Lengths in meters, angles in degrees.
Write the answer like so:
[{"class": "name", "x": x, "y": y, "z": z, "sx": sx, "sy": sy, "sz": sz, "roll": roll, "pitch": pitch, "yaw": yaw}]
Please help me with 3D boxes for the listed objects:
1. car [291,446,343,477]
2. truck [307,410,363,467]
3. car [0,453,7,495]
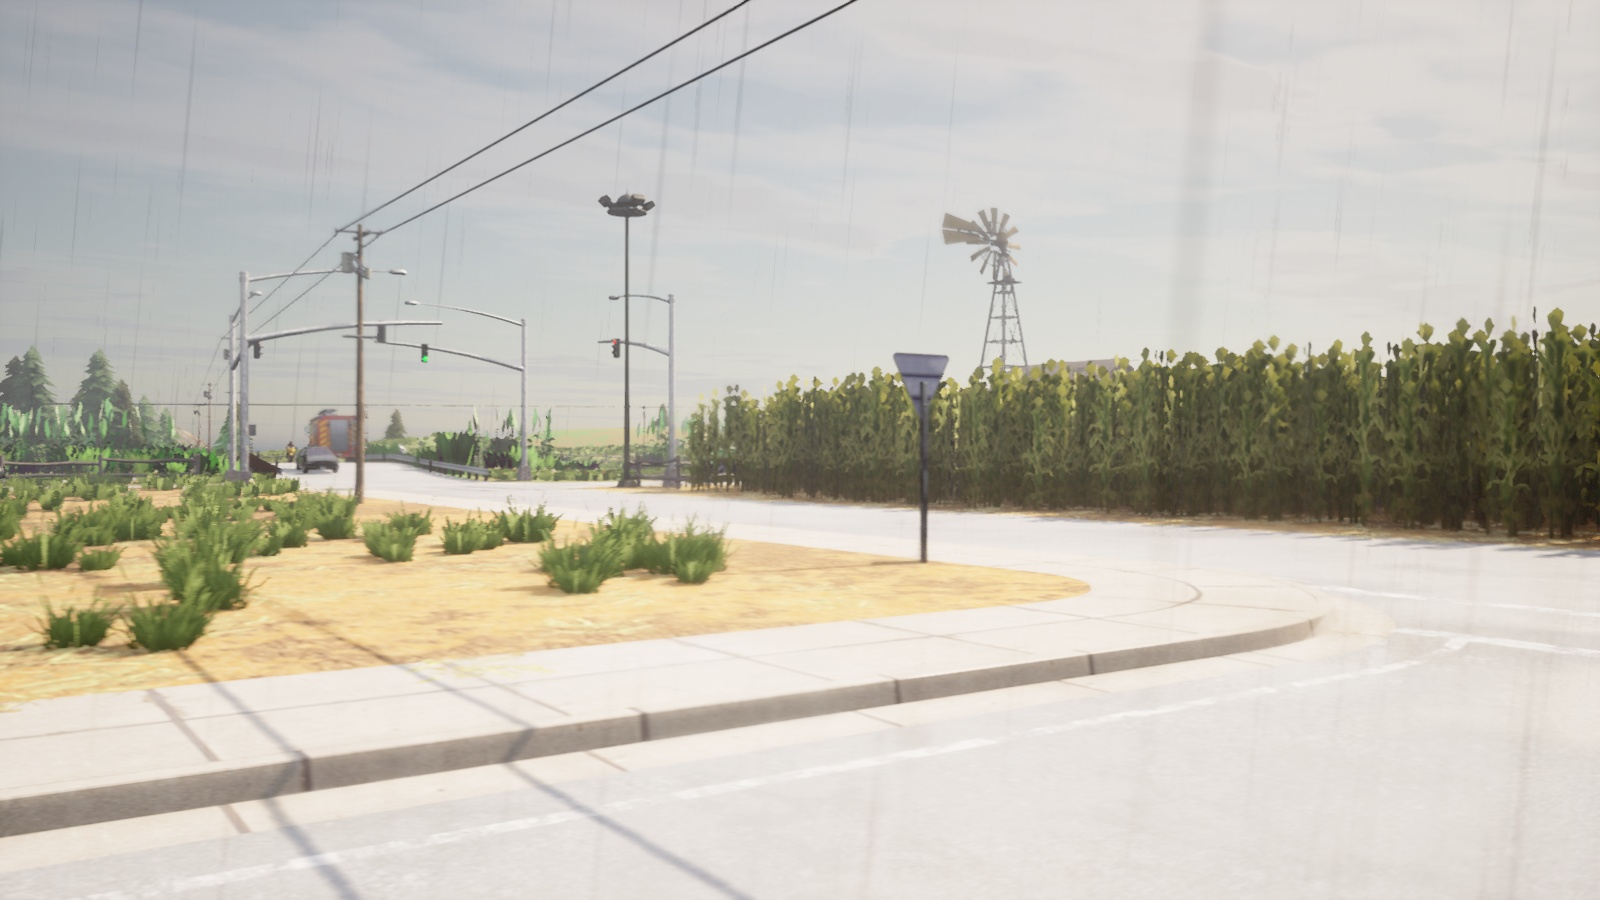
[{"class": "car", "x": -27.089, "y": 0.601, "z": 70.307, "sx": 2.033, "sy": 1.411, "sz": 5.357, "roll": 0, "pitch": 3, "yaw": -28}, {"class": "truck", "x": -33.992, "y": -0.777, "z": 91.586, "sx": 2.891, "sy": 3.827, "sz": 8.468, "roll": -2, "pitch": 0, "yaw": -26}, {"class": "car", "x": -31.435, "y": 0.894, "z": 46.276, "sx": 3.705, "sy": 1.549, "sz": 1.789, "roll": 0, "pitch": 0, "yaw": -31}]
